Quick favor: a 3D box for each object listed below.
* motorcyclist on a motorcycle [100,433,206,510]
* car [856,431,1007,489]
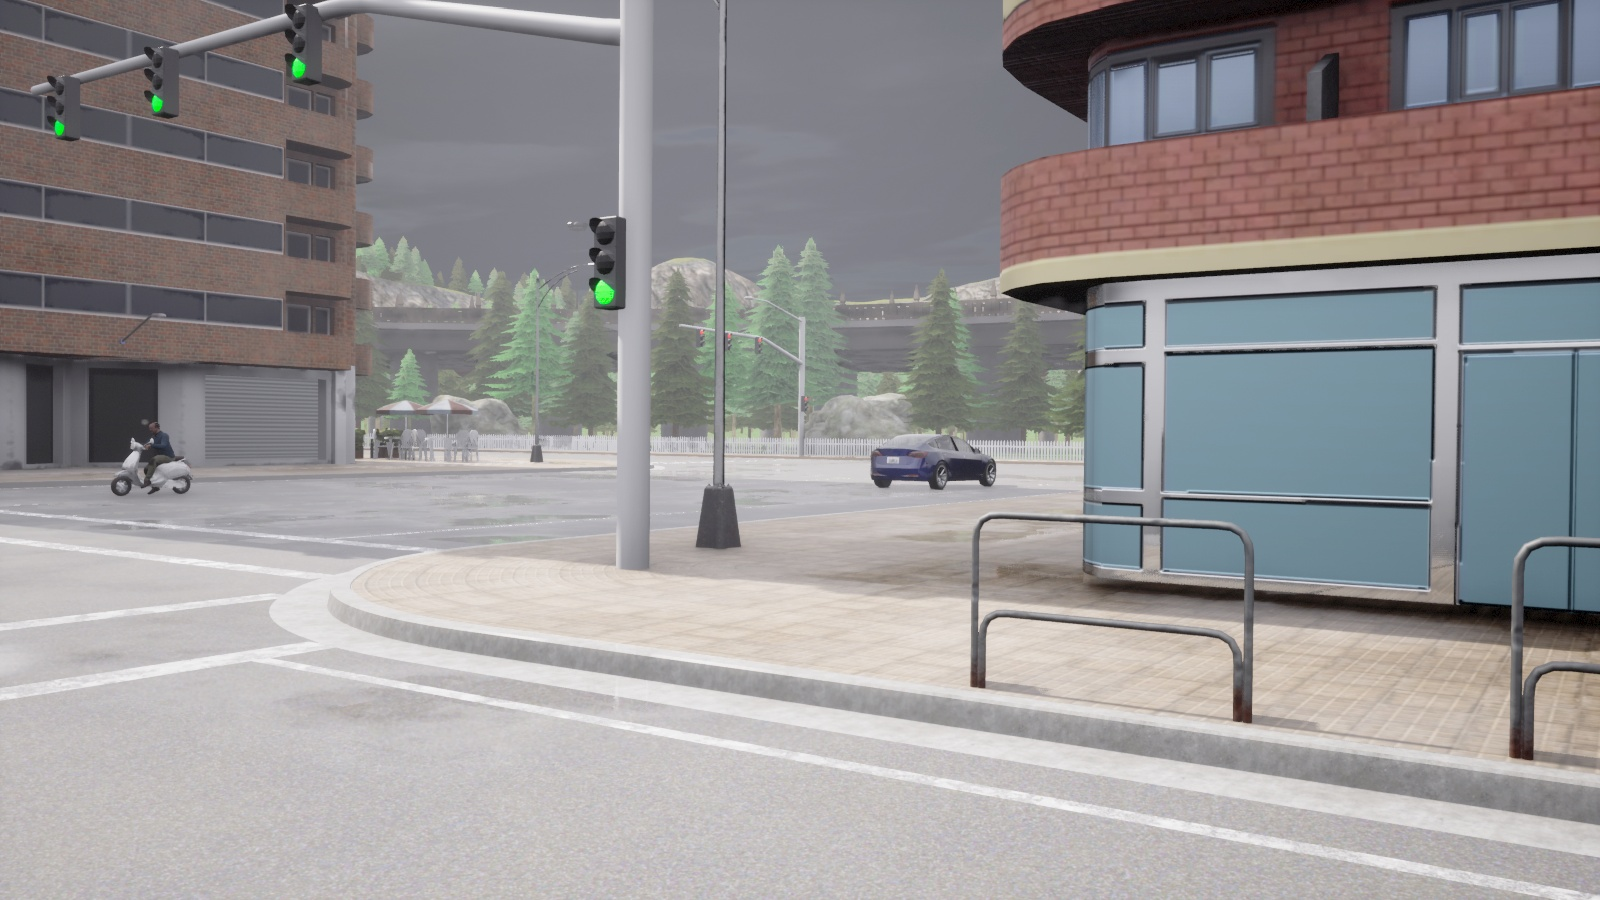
[{"bbox_3d":[-14.009,0.440,27.231,0.866,1.590,1.817,0,1,34],"label":"motorcyclist on a motorcycle"},{"bbox_3d":[3.731,0.222,34.811,2.163,1.488,4.792,0,1,34],"label":"car"}]
